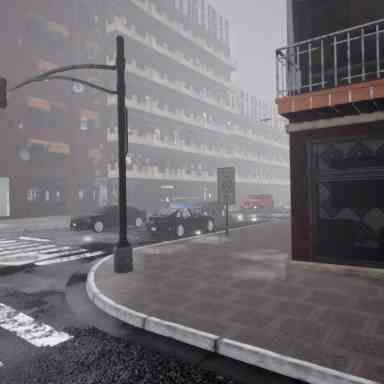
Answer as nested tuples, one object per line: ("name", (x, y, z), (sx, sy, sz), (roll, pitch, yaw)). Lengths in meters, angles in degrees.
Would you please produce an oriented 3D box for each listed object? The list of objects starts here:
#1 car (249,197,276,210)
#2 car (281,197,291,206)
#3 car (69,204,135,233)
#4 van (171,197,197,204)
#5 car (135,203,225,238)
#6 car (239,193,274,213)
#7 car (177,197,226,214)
("car", (9.324, 1.430, 44.008), (1.967, 1.590, 4.097), (-1, -1, 36))
("car", (15.706, 1.495, 52.932), (1.752, 1.417, 4.829), (-1, -1, 36))
("car", (-4.876, 1.475, 19.908), (1.882, 1.535, 5.008), (-1, -1, 36))
("van", (-0.398, 1.365, 30.414), (1.690, 1.788, 3.998), (-1, -1, 36))
("car", (-0.463, 1.435, 16.769), (2.008, 1.369, 4.403), (-1, -1, 36))
("car", (7.252, 1.174, 36.868), (2.150, 2.045, 5.566), (-1, -1, 35))
("car", (1.169, 1.478, 28.360), (1.837, 1.490, 4.892), (-1, -1, 35))
